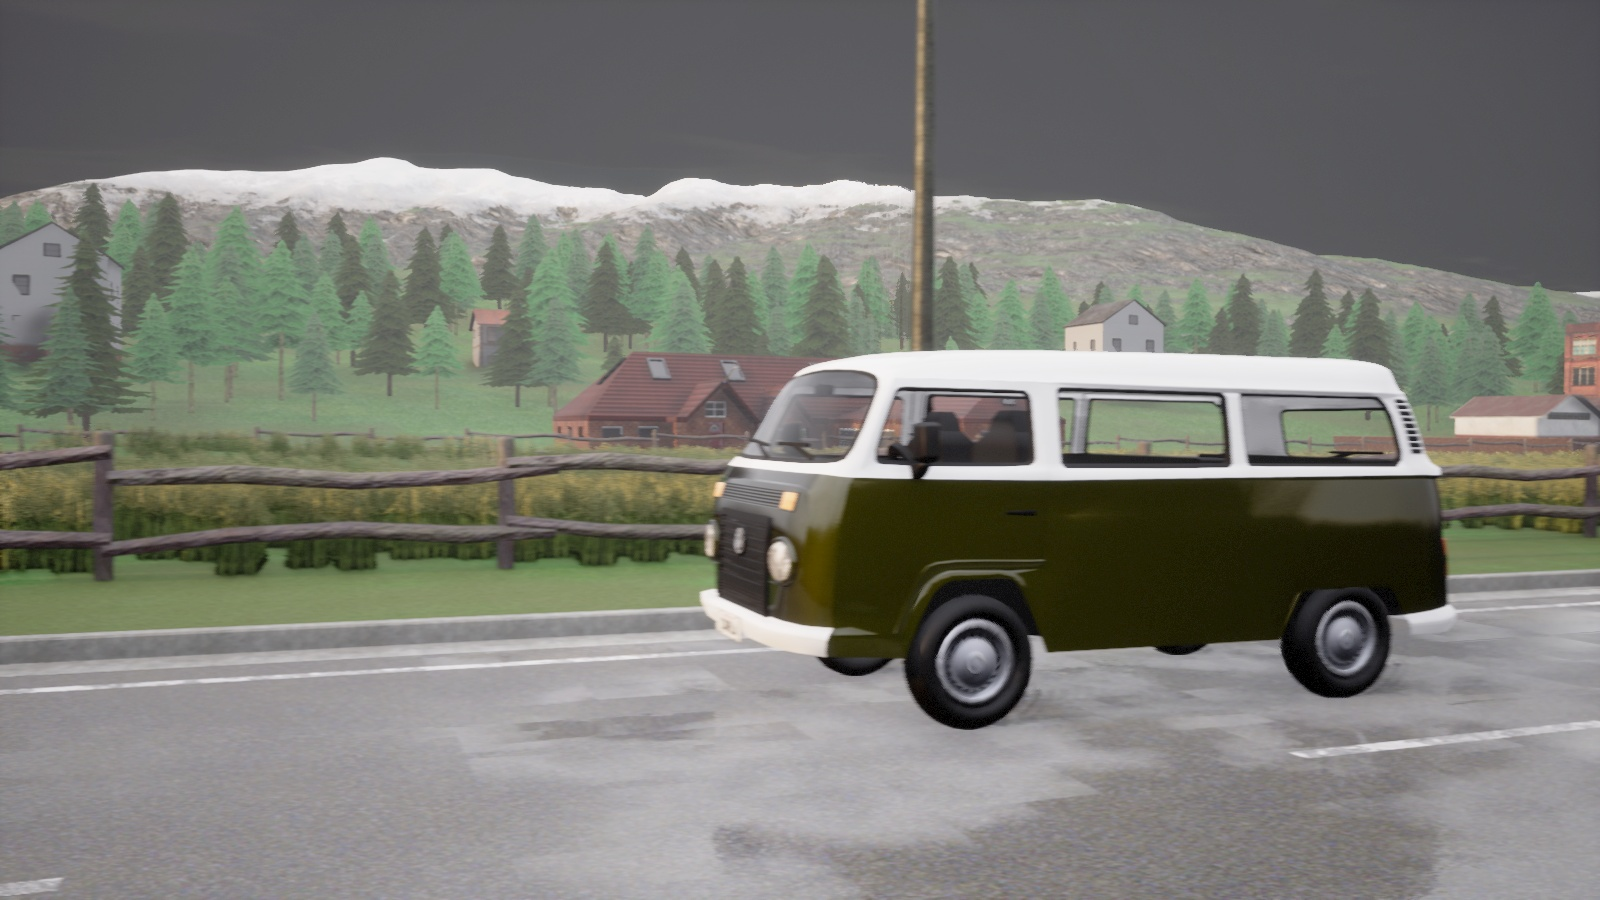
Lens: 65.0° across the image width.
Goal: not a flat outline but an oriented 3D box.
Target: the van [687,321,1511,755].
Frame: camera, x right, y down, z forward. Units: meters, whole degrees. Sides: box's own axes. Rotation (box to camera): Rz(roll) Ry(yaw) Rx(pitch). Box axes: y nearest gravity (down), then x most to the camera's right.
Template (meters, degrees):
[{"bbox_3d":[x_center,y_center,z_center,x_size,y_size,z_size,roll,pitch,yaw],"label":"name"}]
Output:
[{"bbox_3d":[1.768,0.378,7.651,4.480,2.038,2.069,-1,1,-21],"label":"van"}]
